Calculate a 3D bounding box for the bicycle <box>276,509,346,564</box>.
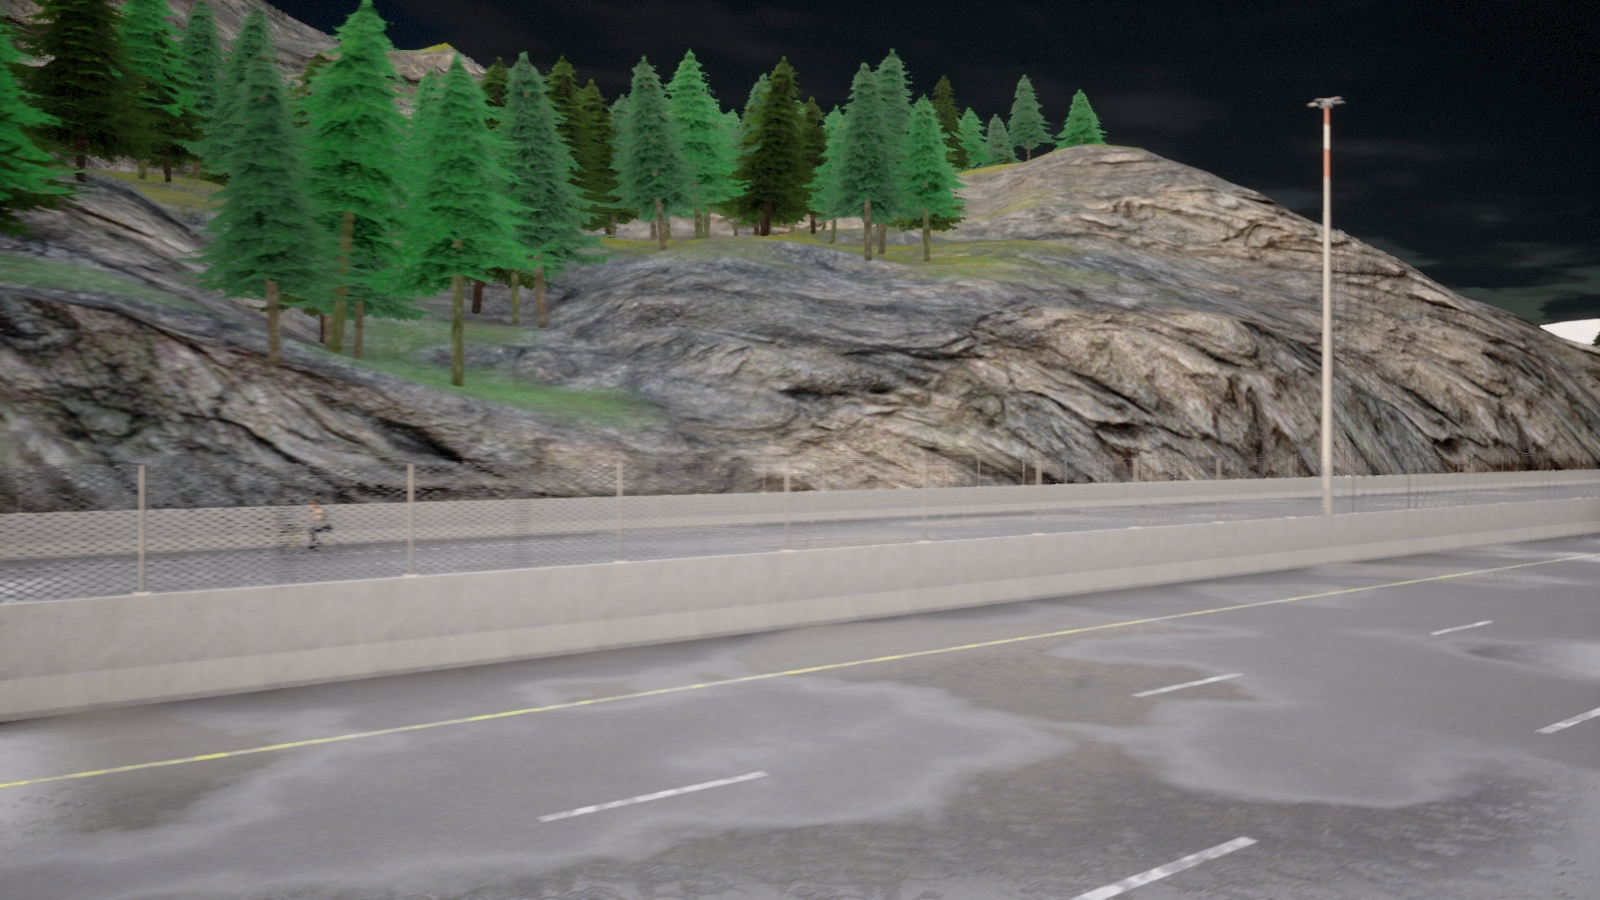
[{"bbox_3d":[-12.500,2.192,29.238,1.487,1.295,0.859,0,0,-37],"label":"bicycle"}]
